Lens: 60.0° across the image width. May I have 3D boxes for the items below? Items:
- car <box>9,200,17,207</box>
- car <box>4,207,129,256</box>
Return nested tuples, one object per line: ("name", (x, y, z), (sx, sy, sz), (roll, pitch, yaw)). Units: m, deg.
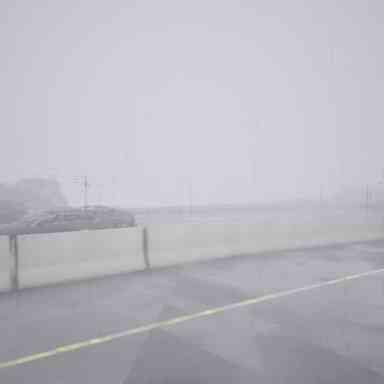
("car", (-12.488, 1.298, 20.740), (4.553, 1.767, 2.097), (0, 0, -34))
("car", (-5.287, 1.461, 12.960), (4.902, 1.511, 2.128), (0, 0, -34))
